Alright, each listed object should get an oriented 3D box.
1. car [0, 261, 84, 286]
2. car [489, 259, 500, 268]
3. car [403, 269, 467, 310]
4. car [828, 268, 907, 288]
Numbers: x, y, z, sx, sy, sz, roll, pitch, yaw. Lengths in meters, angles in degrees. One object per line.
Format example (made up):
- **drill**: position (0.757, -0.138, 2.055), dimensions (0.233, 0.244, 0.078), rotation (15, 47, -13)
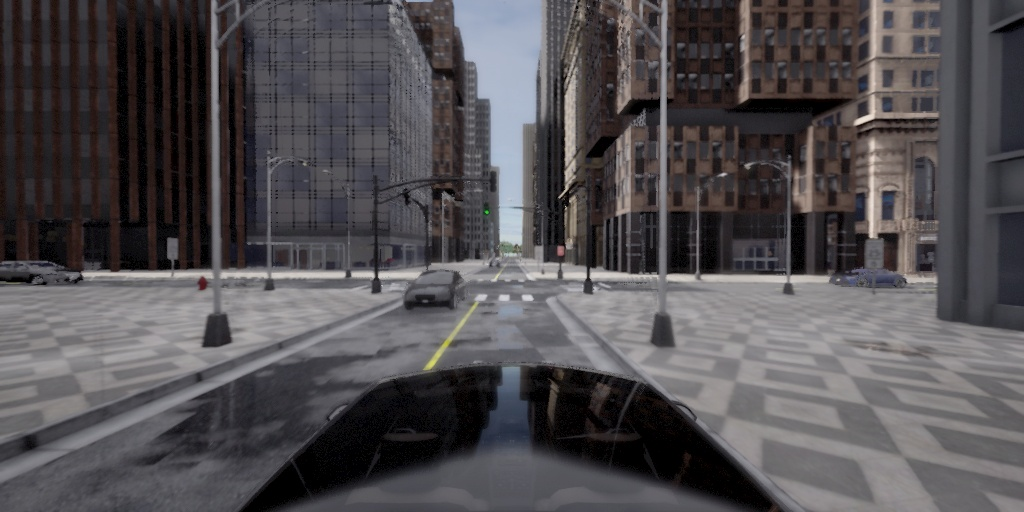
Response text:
- **car**: position (-29.470, 1.065, 22.084), dimensions (4.902, 1.511, 2.128), rotation (1, 1, 0)
- **car**: position (-2.988, 1.322, 61.443), dimensions (2.128, 1.511, 4.902), rotation (0, 0, 0)
- **car**: position (-2.994, 1.318, 14.789), dimensions (1.837, 1.490, 4.892), rotation (0, 0, 0)
- **car**: position (25.074, 1.520, 25.369), dimensions (4.181, 1.385, 1.994), rotation (0, 1, 0)
